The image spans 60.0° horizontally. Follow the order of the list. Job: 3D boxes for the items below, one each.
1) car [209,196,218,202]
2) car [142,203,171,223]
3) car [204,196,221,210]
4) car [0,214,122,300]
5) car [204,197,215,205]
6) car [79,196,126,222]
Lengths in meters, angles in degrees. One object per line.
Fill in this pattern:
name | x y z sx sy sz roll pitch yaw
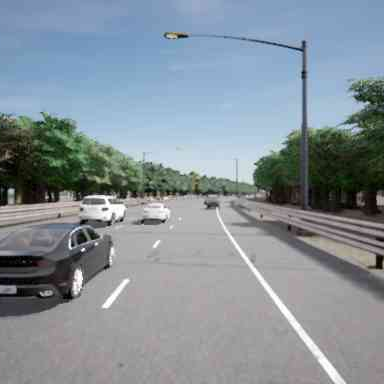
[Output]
car | 5.284 1.611 81.612 1.812 1.442 4.674 0 0 8
car | -2.806 1.619 26.521 1.812 1.442 4.674 0 0 2
car | 2.995 1.663 46.750 1.837 1.490 4.892 0 0 4
car | -3.317 1.539 8.477 1.837 1.490 4.892 0 0 1
car | 3.431 1.779 65.745 1.994 1.385 4.181 0 0 6
car | -6.403 1.305 24.331 2.150 2.045 5.566 0 0 2
